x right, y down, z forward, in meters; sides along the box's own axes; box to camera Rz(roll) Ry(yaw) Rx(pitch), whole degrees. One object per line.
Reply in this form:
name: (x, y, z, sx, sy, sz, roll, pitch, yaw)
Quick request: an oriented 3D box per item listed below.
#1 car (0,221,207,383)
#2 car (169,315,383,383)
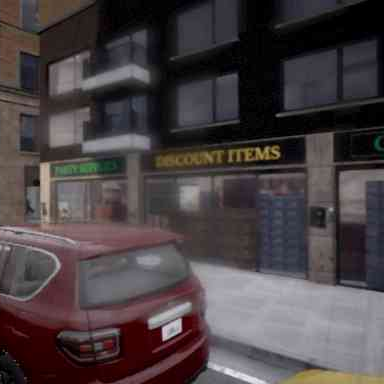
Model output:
car: (-2.125, 1.311, 4.371, 5.009, 1.841, 2.192, 0, -1, 35)
car: (2.357, 1.526, 1.176, 4.829, 1.417, 1.752, 0, -1, 35)
